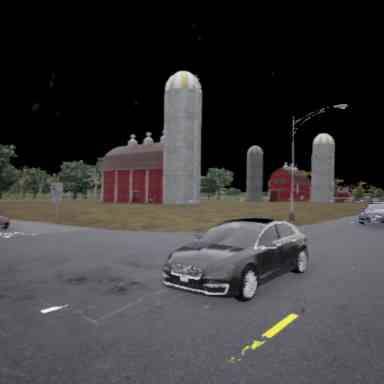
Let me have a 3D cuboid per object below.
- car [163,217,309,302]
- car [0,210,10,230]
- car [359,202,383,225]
[{"bbox_3d":[1.366,1.443,8.301,1.837,1.490,4.892,0,0,39],"label":"car"},{"bbox_3d":[-12.877,1.526,20.246,4.674,1.442,1.812,0,-1,38],"label":"car"},{"bbox_3d":[12.555,1.415,22.177,1.812,1.442,4.674,1,1,39],"label":"car"}]
